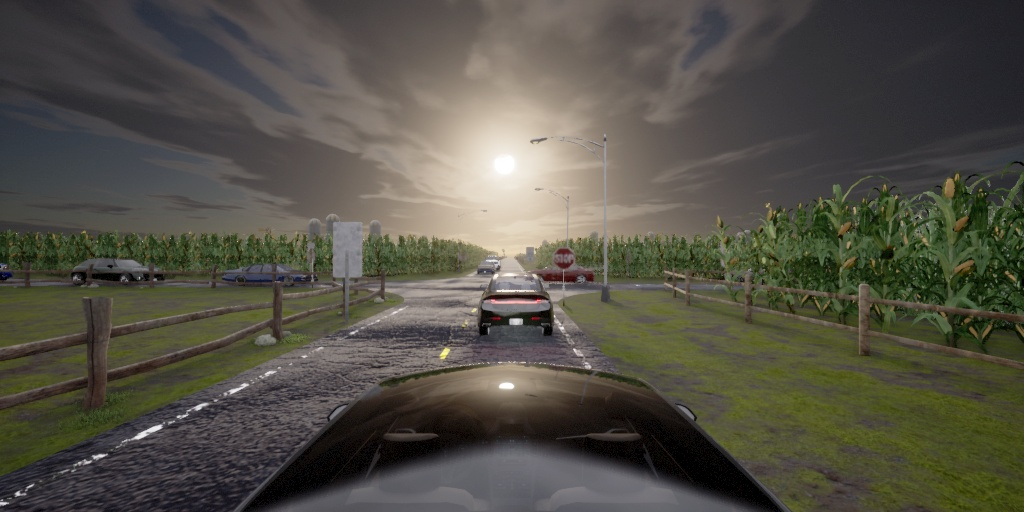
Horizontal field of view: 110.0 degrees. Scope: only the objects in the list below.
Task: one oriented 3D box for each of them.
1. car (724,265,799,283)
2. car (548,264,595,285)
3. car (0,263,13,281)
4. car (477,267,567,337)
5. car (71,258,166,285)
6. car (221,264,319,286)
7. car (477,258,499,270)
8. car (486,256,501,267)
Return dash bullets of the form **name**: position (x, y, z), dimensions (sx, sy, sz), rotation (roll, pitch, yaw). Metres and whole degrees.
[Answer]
- **car**: position (18.026, 1.398, 25.895), dimensions (4.892, 1.490, 1.837), rotation (1, -1, 1)
- **car**: position (3.445, 1.262, 26.026), dimensions (5.008, 1.535, 1.882), rotation (1, 0, 1)
- **car**: position (-36.488, 0.761, 23.457), dimensions (5.566, 2.045, 2.150), rotation (0, -1, 1)
- **car**: position (0.092, 1.242, 10.361), dimensions (2.128, 1.511, 4.902), rotation (0, 0, 0)
- **car**: position (-25.483, 0.948, 23.347), dimensions (4.553, 1.767, 2.097), rotation (0, -1, 1)
- **car**: position (-15.619, 1.198, 23.282), dimensions (5.357, 1.411, 2.033), rotation (0, -1, -1)
- **car**: position (-2.879, 1.287, 40.831), dimensions (2.033, 1.411, 5.357), rotation (0, 0, 0)
- **car**: position (-2.874, 0.955, 51.092), dimensions (2.150, 2.045, 5.566), rotation (0, 0, 1)
